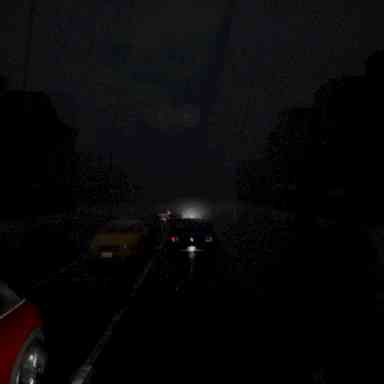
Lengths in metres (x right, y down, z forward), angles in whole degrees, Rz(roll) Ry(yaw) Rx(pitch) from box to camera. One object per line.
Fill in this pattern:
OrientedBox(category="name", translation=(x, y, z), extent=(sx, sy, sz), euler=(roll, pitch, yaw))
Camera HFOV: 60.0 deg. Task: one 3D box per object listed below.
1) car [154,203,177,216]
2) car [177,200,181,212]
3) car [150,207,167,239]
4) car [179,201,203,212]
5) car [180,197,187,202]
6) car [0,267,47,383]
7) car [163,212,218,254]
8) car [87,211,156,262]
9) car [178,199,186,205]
OrientedBox(category="car", translation=(-2.626, 1.743, 29.025), extent=(1.967, 1.590, 4.097), euler=(1, -1, 0))
OrientedBox(category="car", translation=(-2.626, 1.990, 39.783), extent=(1.947, 1.339, 4.313), euler=(0, -1, 0))
OrientedBox(category="car", translation=(-2.628, 1.731, 18.264), extent=(1.887, 1.381, 4.507), euler=(1, -1, 0))
OrientedBox(category="car", translation=(0.009, 1.832, 29.380), extent=(1.812, 1.442, 4.674), euler=(0, 0, 0))
OrientedBox(category="car", translation=(-2.623, 2.416, 77.381), extent=(1.752, 1.417, 4.829), euler=(0, -1, 0))
OrientedBox(category="car", translation=(-2.628, 1.462, 2.126), extent=(1.967, 1.590, 4.097), euler=(1, -1, 0))
OrientedBox(category="car", translation=(0.004, 1.743, 14.116), extent=(1.895, 1.301, 4.718), euler=(0, -1, 0))
OrientedBox(category="car", translation=(-2.628, 1.654, 12.715), extent=(1.752, 1.417, 4.829), euler=(1, -1, 0))
OrientedBox(category="car", translation=(-2.622, 2.628, 88.759), extent=(1.802, 1.307, 4.206), euler=(0, -1, 0))
